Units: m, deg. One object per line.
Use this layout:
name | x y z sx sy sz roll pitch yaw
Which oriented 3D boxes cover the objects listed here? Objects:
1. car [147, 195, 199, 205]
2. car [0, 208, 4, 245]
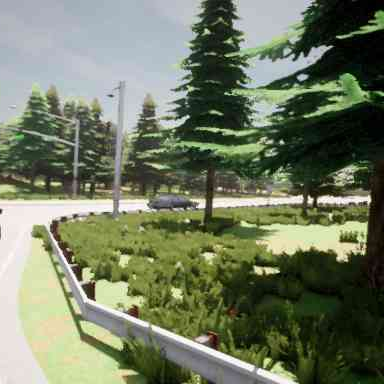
car | -1.615 0.987 30.424 2.033 1.411 5.357 6 3 43
car | -6.731 1.042 9.269 2.150 2.045 5.566 2 1 -26
